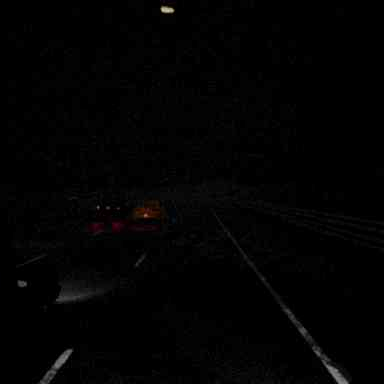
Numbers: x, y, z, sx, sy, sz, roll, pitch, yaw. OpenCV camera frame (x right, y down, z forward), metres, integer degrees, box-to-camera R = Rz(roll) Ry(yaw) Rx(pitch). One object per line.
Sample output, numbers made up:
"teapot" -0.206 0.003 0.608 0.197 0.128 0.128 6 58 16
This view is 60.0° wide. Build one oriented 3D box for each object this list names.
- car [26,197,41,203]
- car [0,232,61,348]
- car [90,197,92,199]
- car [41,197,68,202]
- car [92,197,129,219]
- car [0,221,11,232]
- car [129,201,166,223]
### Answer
"car" -23.339 1.481 51.025 2.033 1.411 5.357 0 0 3
"car" -3.376 1.533 3.763 2.033 1.411 5.357 0 0 0
"car" -16.118 1.522 55.140 1.994 1.385 4.181 0 0 3
"car" -19.898 1.484 49.745 2.033 1.411 5.357 0 0 3
"car" -6.476 1.295 28.034 2.097 1.767 4.553 0 0 1
"car" -6.839 1.193 8.310 2.150 2.045 5.566 0 0 1
"car" -3.058 1.425 24.902 1.882 1.535 5.008 0 0 1
